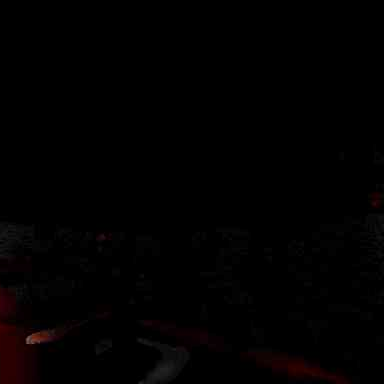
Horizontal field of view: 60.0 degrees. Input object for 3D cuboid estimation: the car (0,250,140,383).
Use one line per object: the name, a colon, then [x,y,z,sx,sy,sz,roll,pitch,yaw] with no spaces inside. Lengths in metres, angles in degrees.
car: [-2.790,1.548,4.898,4.507,1.381,1.887,0,1,35]
